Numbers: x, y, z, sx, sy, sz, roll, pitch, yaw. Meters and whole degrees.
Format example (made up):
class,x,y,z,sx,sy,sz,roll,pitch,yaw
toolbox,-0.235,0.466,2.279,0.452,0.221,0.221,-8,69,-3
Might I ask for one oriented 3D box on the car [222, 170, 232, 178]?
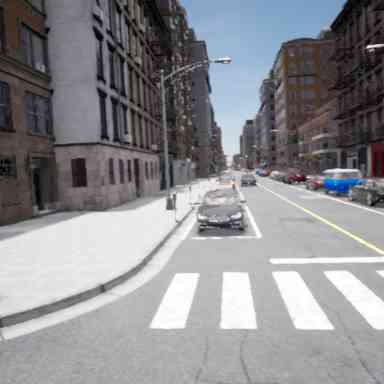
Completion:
class,x,y,z,sx,sy,sz,roll,pitch,yaw
car,8.714,-4.541,82.827,2.192,1.841,5.009,-2,4,6

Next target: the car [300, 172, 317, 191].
class,x,y,z,sx,sy,sz,roll,pitch,yaw
car,10.867,-0.815,28.332,1.802,1.307,4.206,-2,4,6

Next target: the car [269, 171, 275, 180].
class,x,y,z,sx,sy,sz,roll,pitch,yaw
car,13.231,-2.364,49.772,2.008,1.369,4.403,-2,4,6

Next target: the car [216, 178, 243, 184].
class,x,y,z,sx,sy,sz,roll,pitch,yaw
car,1.687,0.230,18.339,1.752,1.417,4.829,-2,4,6

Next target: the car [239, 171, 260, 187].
class,x,y,z,sx,sy,sz,roll,pitch,yaw
car,6.709,-1.416,39.805,1.837,1.490,4.892,-2,4,6

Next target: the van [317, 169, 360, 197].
class,x,y,z,sx,sy,sz,roll,pitch,yaw
van,10.265,-0.676,22.956,1.690,1.788,3.998,-2,4,6

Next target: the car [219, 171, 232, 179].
class,x,y,z,sx,sy,sz,roll,pitch,yaw
car,3.456,-1.004,34.586,1.967,1.590,4.097,-2,4,6

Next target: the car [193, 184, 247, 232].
class,x,y,z,sx,sy,sz,roll,pitch,yaw
car,1.122,0.623,13.148,2.008,1.369,4.403,-2,4,6

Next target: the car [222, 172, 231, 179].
class,x,y,z,sx,sy,sz,roll,pitch,yaw
car,8.141,-3.927,77.481,2.008,1.369,4.403,-2,4,6

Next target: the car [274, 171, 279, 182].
class,x,y,z,sx,sy,sz,roll,pitch,yaw
car,12.641,-1.970,44.412,1.947,1.339,4.313,-2,4,6

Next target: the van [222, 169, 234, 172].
class,x,y,z,sx,sy,sz,roll,pitch,yaw
van,5.791,-2.619,56.023,1.690,1.788,3.998,-2,4,6

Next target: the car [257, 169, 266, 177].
class,x,y,z,sx,sy,sz,roll,pitch,yaw
car,15.596,-3.888,71.213,1.887,1.381,4.507,-2,4,6

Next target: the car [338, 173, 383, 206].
class,x,y,z,sx,sy,sz,roll,pitch,yaw
car,9.683,-0.087,17.609,2.008,1.369,4.403,-2,4,6

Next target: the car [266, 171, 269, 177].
class,x,y,z,sx,sy,sz,roll,pitch,yaw
car,13.840,-2.781,55.298,1.752,1.417,4.829,-2,4,6

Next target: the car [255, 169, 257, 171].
class,x,y,z,sx,sy,sz,roll,pitch,yaw
car,16.188,-4.246,76.574,1.947,1.339,4.313,-2,4,6

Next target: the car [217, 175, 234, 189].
class,x,y,z,sx,sy,sz,roll,pitch,yaw
car,4.026,-1.287,39.783,1.752,1.417,4.829,-2,4,6

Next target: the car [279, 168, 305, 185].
class,x,y,z,sx,sy,sz,roll,pitch,yaw
car,12.037,-1.840,39.035,2.192,1.841,5.009,-2,4,6
